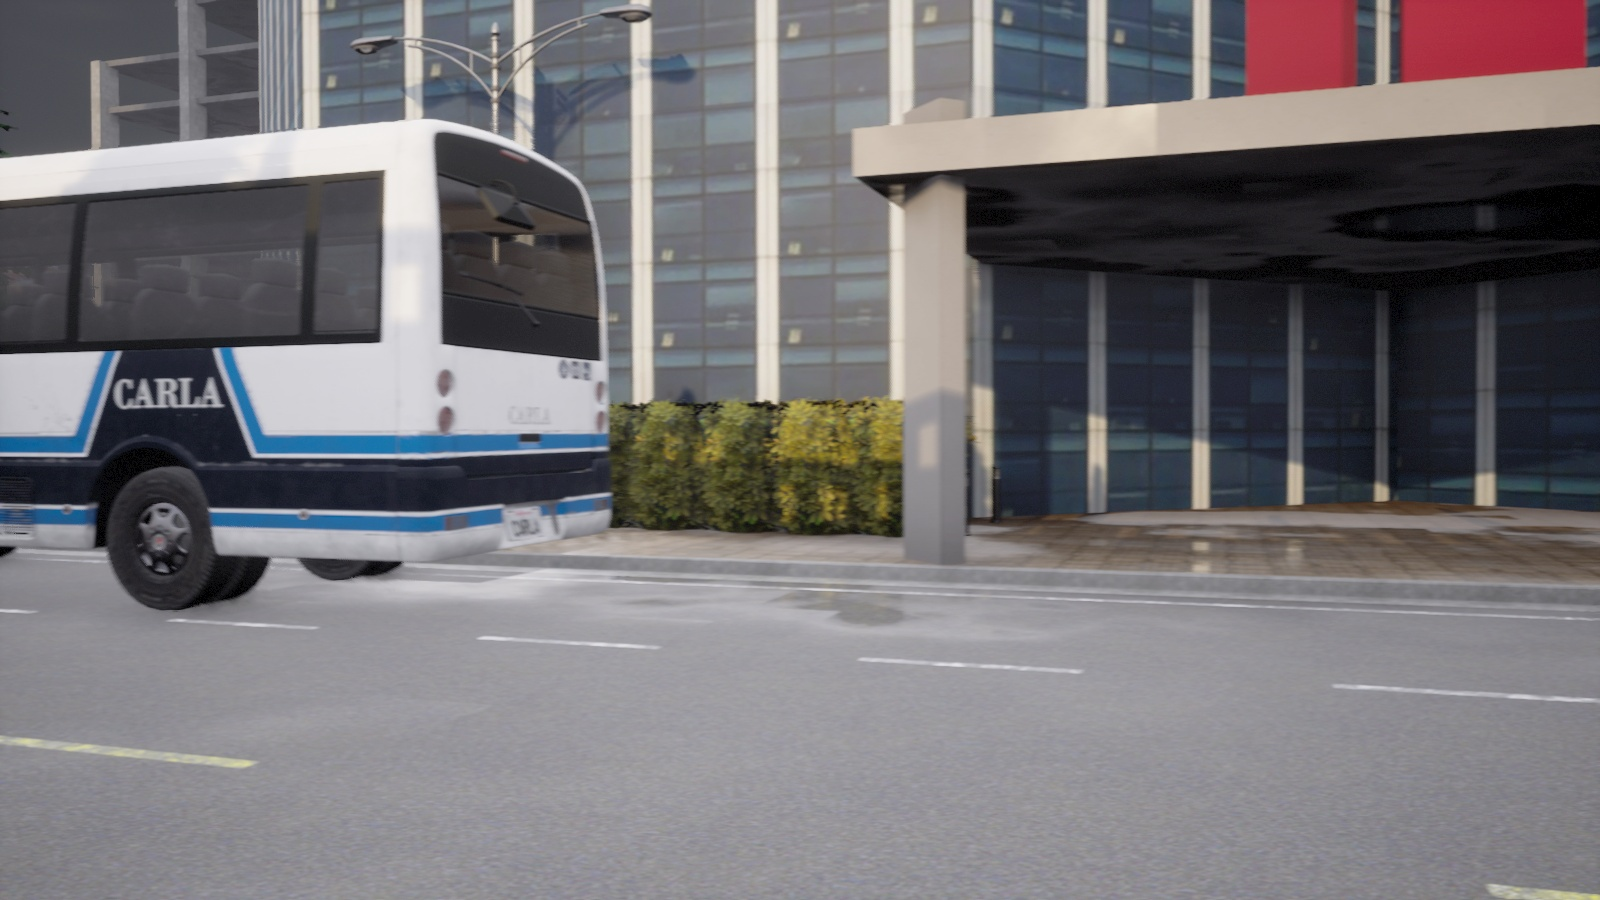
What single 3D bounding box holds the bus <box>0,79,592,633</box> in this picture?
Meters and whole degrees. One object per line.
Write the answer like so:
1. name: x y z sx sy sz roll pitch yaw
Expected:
1. bus: -7.716 -0.790 13.153 10.273 4.253 3.944 1 1 19
